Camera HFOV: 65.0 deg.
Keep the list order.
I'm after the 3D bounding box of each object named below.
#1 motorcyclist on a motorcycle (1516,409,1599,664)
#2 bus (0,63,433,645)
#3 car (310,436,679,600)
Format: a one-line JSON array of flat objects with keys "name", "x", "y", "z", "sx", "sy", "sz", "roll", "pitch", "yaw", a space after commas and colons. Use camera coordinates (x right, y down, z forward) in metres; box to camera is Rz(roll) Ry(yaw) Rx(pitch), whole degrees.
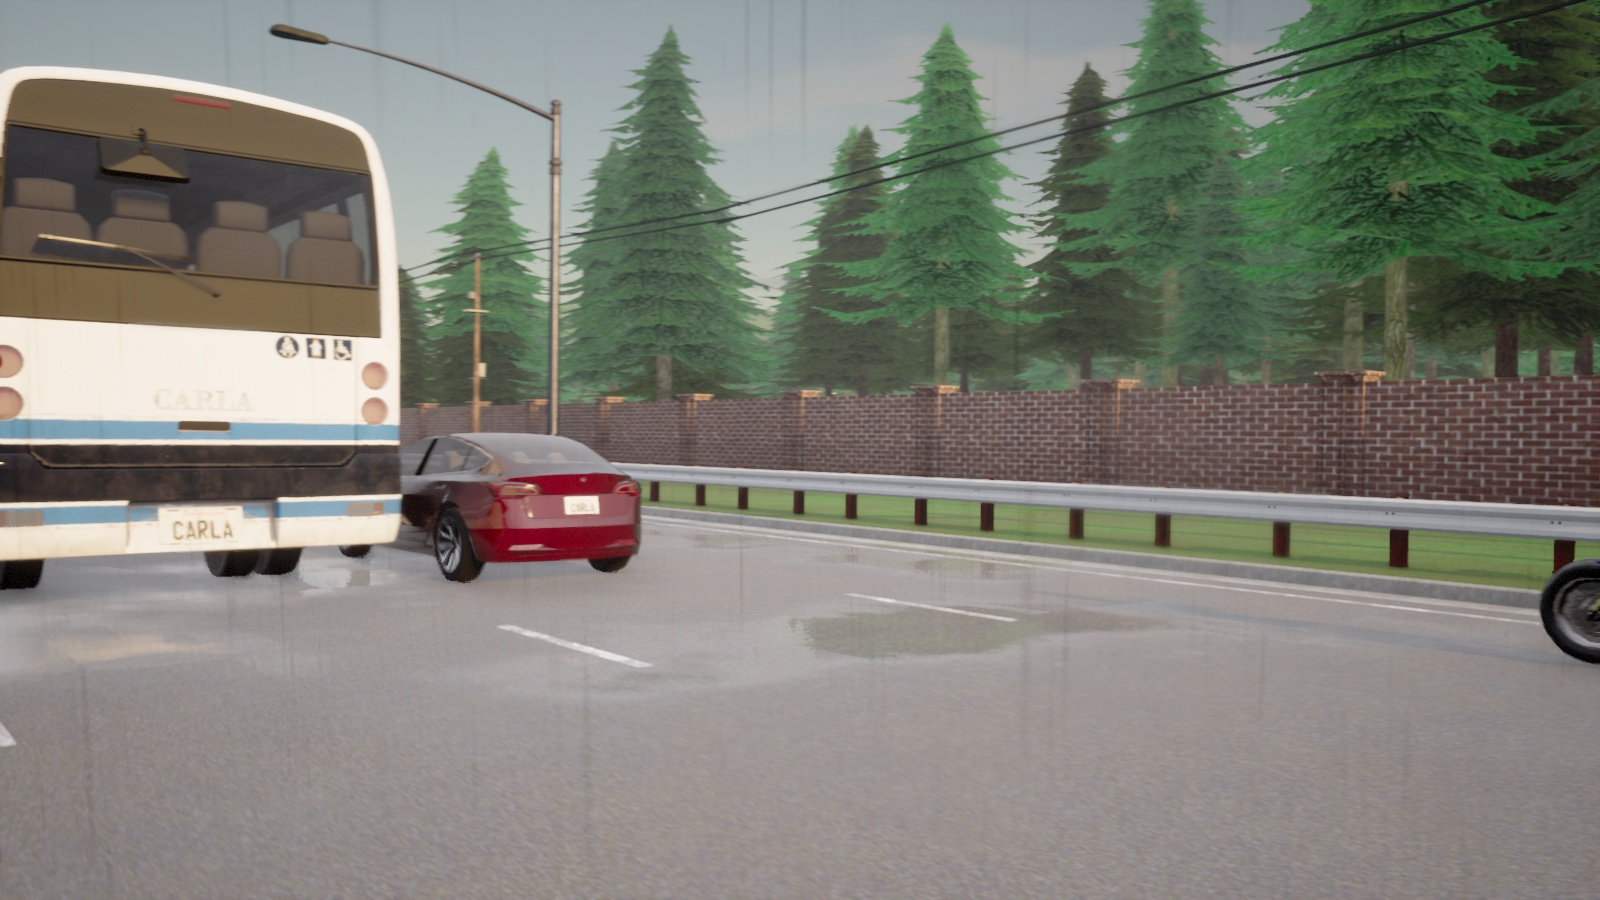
[{"name": "motorcyclist on a motorcycle", "x": 5.906, "y": 0.558, "z": 7.859, "sx": 0.766, "sy": 1.649, "sz": 2.350, "roll": -1, "pitch": 1, "yaw": -39}, {"name": "bus", "x": -8.062, "y": -0.736, "z": 13.986, "sx": 3.944, "sy": 4.253, "sz": 10.273, "roll": -1, "pitch": 1, "yaw": -39}, {"name": "car", "x": -3.589, "y": 0.608, "z": 14.046, "sx": 2.163, "sy": 1.488, "sz": 4.792, "roll": -1, "pitch": 1, "yaw": -39}]
